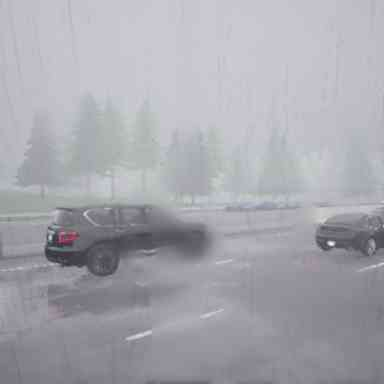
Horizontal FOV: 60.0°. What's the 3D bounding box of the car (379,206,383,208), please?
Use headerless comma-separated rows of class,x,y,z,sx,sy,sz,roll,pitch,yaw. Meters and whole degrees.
car,13.736,1.640,22.479,5.357,1.411,2.033,0,-1,-34

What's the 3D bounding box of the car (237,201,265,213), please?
car,8.310,1.839,40.022,5.008,1.535,1.882,0,-1,-32

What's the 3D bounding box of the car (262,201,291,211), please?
car,10.548,1.903,37.296,4.718,1.301,1.895,0,-1,-32

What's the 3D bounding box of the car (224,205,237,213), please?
car,6.508,2.019,43.021,4.718,1.301,1.895,0,-1,-32

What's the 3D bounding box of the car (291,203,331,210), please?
car,13.275,1.788,34.883,5.357,1.411,2.033,0,-1,-32

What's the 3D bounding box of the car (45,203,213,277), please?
car,-1.880,1.378,11.081,5.566,2.045,2.150,0,-1,-37

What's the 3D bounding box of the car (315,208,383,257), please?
car,6.896,1.577,13.303,4.892,1.490,1.837,0,-1,-37
